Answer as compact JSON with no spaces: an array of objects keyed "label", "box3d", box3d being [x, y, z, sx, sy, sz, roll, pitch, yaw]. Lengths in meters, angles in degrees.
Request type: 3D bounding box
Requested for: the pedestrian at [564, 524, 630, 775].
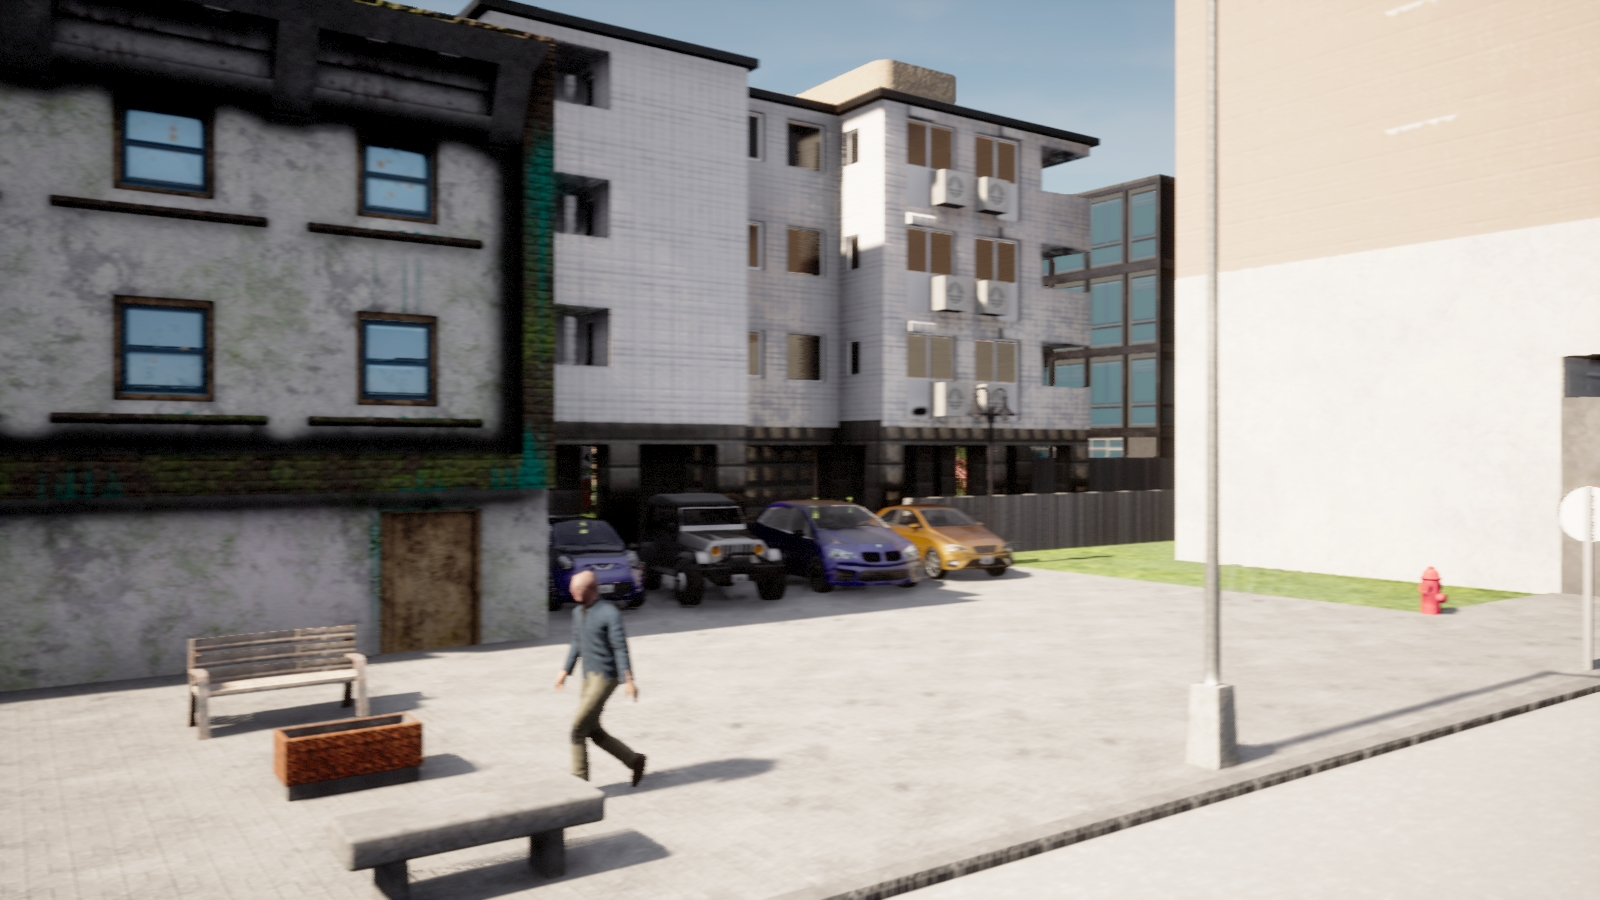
[{"label":"pedestrian","box3d":[-1.581,1.524,8.888,0.375,1.860,0.375,0,0,-36]}]
